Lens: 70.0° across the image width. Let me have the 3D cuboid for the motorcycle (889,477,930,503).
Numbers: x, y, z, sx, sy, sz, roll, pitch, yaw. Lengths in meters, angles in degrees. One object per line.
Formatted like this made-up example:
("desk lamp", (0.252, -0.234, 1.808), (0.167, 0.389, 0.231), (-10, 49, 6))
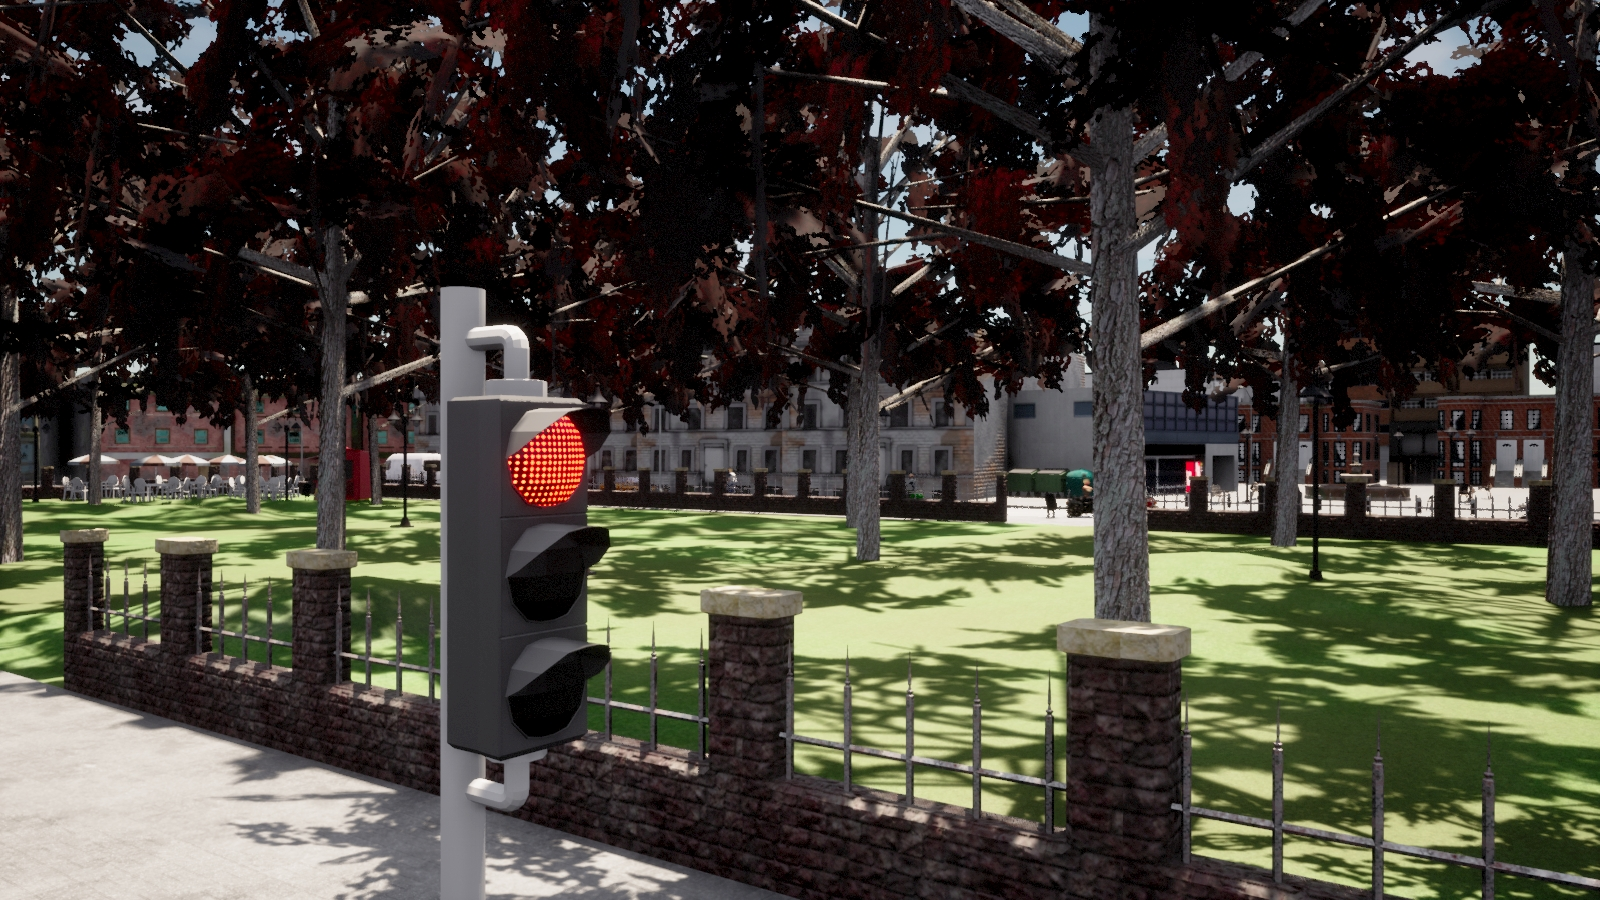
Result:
("motorcycle", (5.405, 1.962, 56.403), (1.805, 1.236, 0.856), (0, 0, 36))

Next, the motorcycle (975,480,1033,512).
("motorcycle", (8.763, 1.950, 49.059), (2.356, 1.277, 0.764), (0, 0, 36))

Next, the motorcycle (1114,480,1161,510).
("motorcycle", (14.664, 1.962, 49.664), (1.805, 1.236, 0.856), (0, 0, 36))

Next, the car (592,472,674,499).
("car", (-9.080, 1.898, 62.029), (4.181, 1.385, 1.994), (0, 0, 36))

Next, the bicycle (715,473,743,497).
("bicycle", (-3.935, 1.936, 63.226), (1.643, 1.296, 0.373), (0, 0, 36))
